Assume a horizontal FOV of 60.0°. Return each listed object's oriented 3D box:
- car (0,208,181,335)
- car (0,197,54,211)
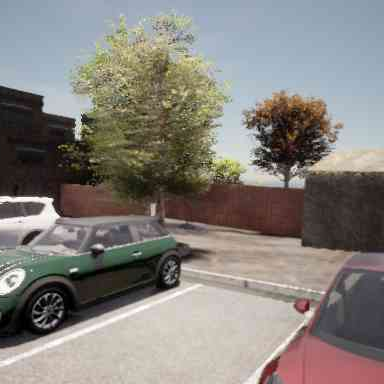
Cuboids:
[{"bbox_3d":[-2.253,1.333,6.927,2.185,1.767,4.553,0,0,35],"label":"car"},{"bbox_3d":[-6.735,1.187,10.050,2.435,2.045,5.566,0,0,35],"label":"car"}]
